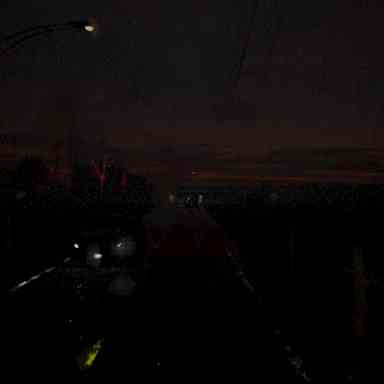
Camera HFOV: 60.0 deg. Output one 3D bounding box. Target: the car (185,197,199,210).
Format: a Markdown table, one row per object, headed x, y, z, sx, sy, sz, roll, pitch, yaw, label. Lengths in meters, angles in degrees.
| x | y | z | sx | sy | sz | roll | pitch | yaw | label |
| --- | --- | --- | --- | --- | --- | --- | --- | --- | --- |
| -0.049 | 1.568 | 43.704 | 2.033 | 1.411 | 5.357 | 0 | 0 | 0 | car |

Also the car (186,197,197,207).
| x | y | z | sx | sy | sz | roll | pitch | yaw | label |
| --- | --- | --- | --- | --- | --- | --- | --- | --- | --- |
| -0.060 | 1.559 | 54.131 | 1.812 | 1.442 | 4.674 | 0 | 0 | 0 | car |

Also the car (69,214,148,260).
| x | y | z | sx | sy | sz | roll | pitch | yaw | label |
| --- | --- | --- | --- | --- | --- | --- | --- | --- | --- |
| -2.835 | 1.550 | 12.668 | 2.033 | 1.411 | 5.357 | 0 | 0 | 0 | car |
